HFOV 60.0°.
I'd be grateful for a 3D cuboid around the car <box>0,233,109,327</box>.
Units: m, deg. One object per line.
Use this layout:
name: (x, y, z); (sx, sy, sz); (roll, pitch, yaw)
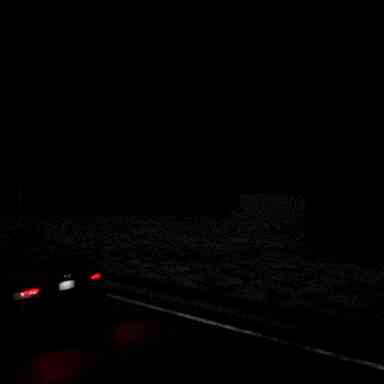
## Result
car: (-4.080, 1.614, 7.039); (5.357, 1.411, 2.033); (-1, 0, 37)
